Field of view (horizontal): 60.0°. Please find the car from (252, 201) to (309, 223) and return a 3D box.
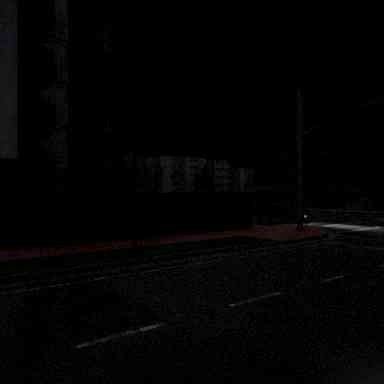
[{"bbox_3d":[6.745,1.500,26.044,2.128,1.511,4.902,0,0,-36],"label":"car"}]
